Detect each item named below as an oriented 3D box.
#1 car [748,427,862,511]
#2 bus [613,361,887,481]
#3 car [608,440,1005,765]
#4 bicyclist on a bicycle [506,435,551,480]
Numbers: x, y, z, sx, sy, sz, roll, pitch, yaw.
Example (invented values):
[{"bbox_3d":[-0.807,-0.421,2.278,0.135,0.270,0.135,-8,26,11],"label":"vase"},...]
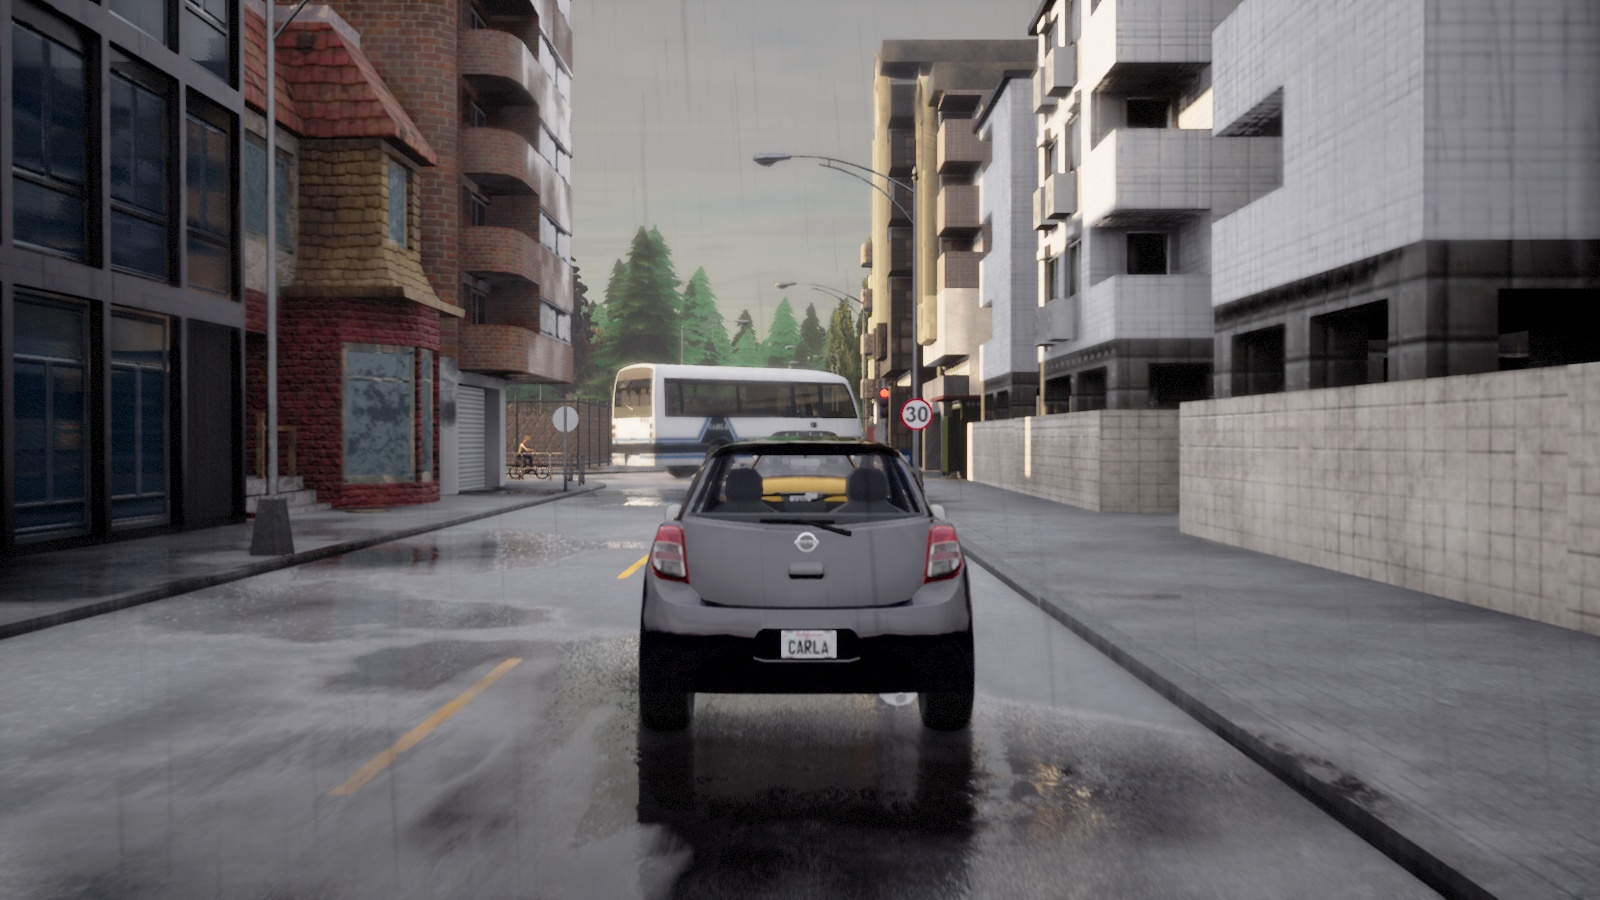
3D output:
[{"bbox_3d":[0.093,0.355,27.047,2.242,1.667,4.611,0,0,0],"label":"car"},{"bbox_3d":[-1.785,-1.067,49.099,10.273,4.253,3.944,-1,0,-37],"label":"bus"},{"bbox_3d":[0.034,0.694,7.655,1.845,1.501,3.633,0,1,0],"label":"car"},{"bbox_3d":[-9.964,0.273,46.152,1.509,1.612,0.866,0,1,-5],"label":"bicyclist on a bicycle"}]
